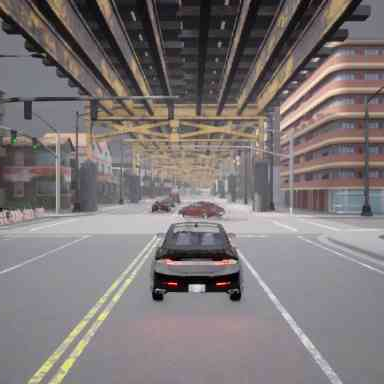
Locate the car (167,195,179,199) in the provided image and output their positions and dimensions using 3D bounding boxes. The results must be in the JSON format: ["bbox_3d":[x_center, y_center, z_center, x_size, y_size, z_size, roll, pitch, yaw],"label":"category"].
[{"bbox_3d":[-3.404,1.547,48.353,2.033,1.411,5.357,0,0,0],"label":"car"}]

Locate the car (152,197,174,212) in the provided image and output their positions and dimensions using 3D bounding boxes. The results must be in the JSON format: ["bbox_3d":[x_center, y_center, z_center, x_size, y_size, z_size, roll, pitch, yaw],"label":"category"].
[{"bbox_3d":[-3.457,1.601,37.984,1.895,1.301,4.718,0,0,1],"label":"car"}]

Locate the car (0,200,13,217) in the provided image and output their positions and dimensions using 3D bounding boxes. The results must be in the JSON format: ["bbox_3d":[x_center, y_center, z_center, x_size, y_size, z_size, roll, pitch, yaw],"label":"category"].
[{"bbox_3d":[-16.709,1.295,26.001,4.536,1.218,1.853,0,0,-20],"label":"car"}]

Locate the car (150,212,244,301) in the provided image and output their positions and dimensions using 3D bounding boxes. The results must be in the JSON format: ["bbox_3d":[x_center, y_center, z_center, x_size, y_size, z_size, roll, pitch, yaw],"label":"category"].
[{"bbox_3d":[0.105,1.492,8.321,2.128,1.511,4.902,0,0,0],"label":"car"}]

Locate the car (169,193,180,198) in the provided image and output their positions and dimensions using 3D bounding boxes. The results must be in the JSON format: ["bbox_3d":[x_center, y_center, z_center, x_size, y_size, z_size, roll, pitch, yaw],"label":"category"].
[{"bbox_3d":[-3.316,1.193,61.950,2.150,2.045,5.566,0,0,1],"label":"car"}]

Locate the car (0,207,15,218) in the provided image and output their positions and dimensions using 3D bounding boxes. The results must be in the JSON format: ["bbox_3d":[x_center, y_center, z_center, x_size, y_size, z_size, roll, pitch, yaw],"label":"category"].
[{"bbox_3d":[-16.660,1.453,26.019,4.974,1.542,2.038,0,0,-20],"label":"car"}]

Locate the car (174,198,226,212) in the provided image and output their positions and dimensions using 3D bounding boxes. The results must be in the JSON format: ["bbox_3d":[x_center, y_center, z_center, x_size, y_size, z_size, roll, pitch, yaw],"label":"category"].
[{"bbox_3d":[0.849,1.526,28.589,1.812,1.442,4.674,-2,1,-42],"label":"car"}]
